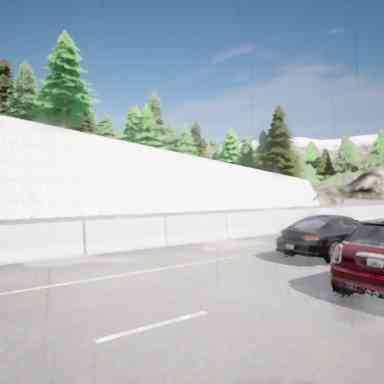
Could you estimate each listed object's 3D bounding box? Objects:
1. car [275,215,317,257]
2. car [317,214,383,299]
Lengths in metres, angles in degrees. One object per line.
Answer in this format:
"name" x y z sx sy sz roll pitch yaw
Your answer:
"car" 4.861 1.499 11.504 4.674 1.442 1.812 0 0 -35
"car" 5.130 1.330 7.399 4.553 1.767 2.097 0 0 -35
